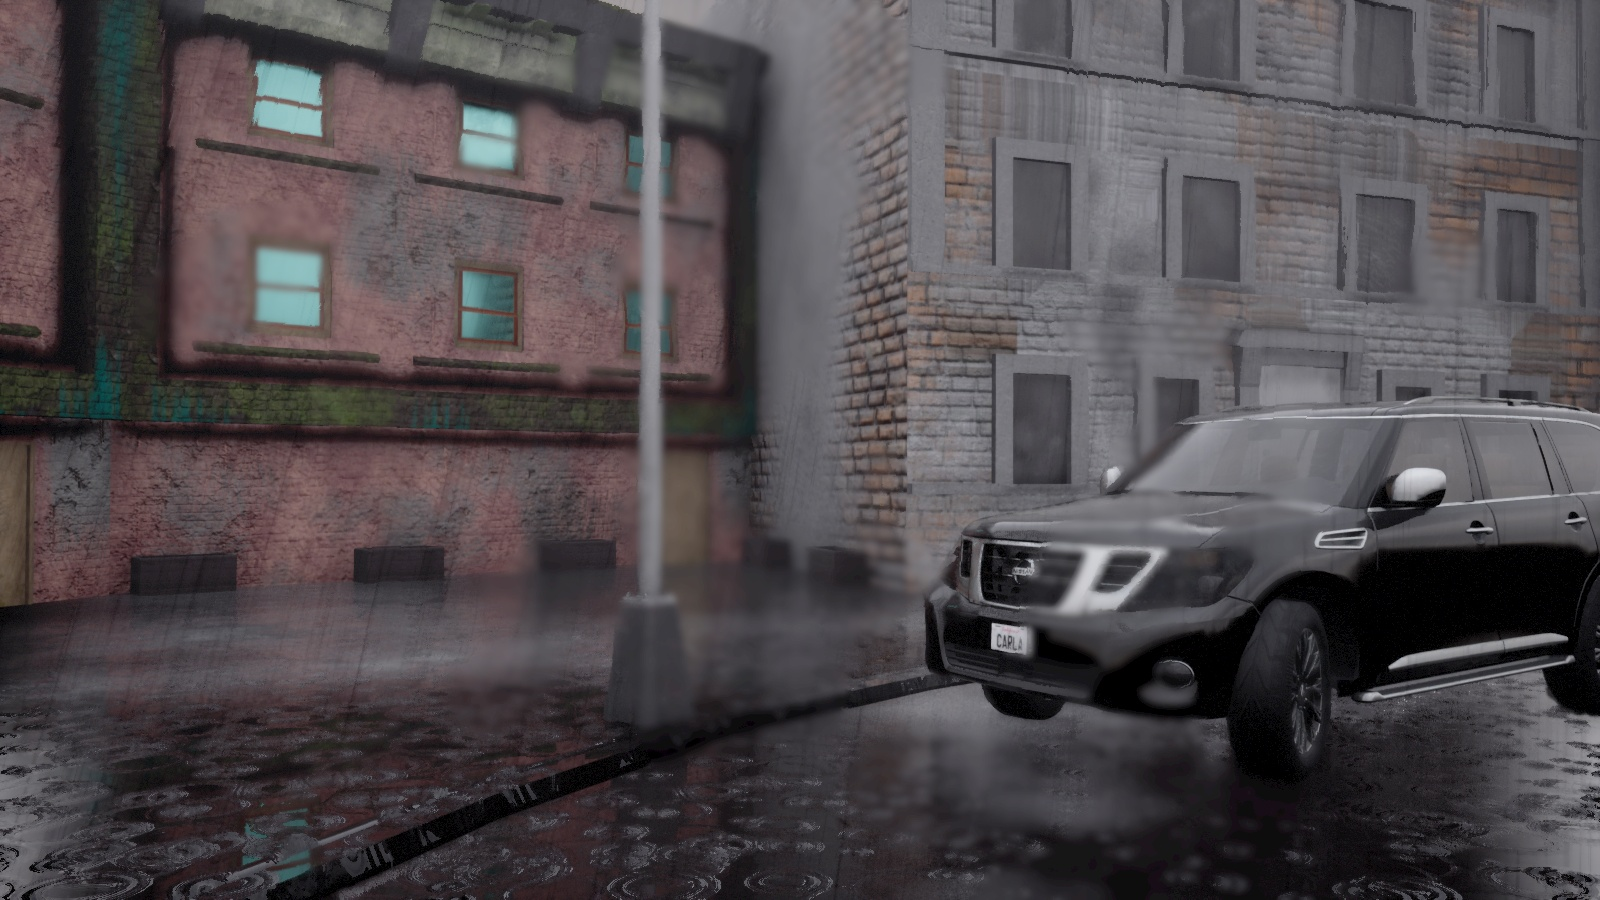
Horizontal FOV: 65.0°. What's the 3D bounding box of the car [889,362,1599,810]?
[{"bbox_3d":[3.458,0.651,8.169,5.566,2.045,2.150,0,-1,-33],"label":"car"}]
